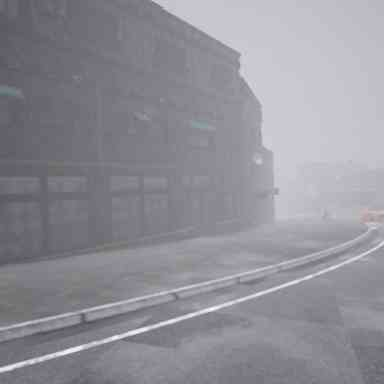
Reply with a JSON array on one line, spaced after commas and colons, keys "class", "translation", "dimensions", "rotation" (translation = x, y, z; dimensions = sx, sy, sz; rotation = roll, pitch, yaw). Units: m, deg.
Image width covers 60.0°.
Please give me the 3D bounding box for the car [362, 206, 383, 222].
[{"class": "car", "translation": [19.831, 2.239, 35.613], "dimensions": [2.097, 1.767, 4.553], "rotation": [-2, -3, 13]}]
